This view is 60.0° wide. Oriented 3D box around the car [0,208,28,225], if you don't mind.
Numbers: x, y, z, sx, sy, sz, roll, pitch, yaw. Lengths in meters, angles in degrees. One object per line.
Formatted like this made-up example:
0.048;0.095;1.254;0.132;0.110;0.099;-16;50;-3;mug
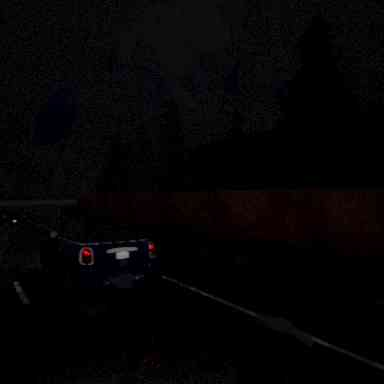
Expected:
-14.631;1.926;27.042;1.895;1.301;4.718;0;-1;-33;car

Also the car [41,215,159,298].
-2.745;1.465;9.241;2.097;1.767;4.553;1;-1;-34;car
